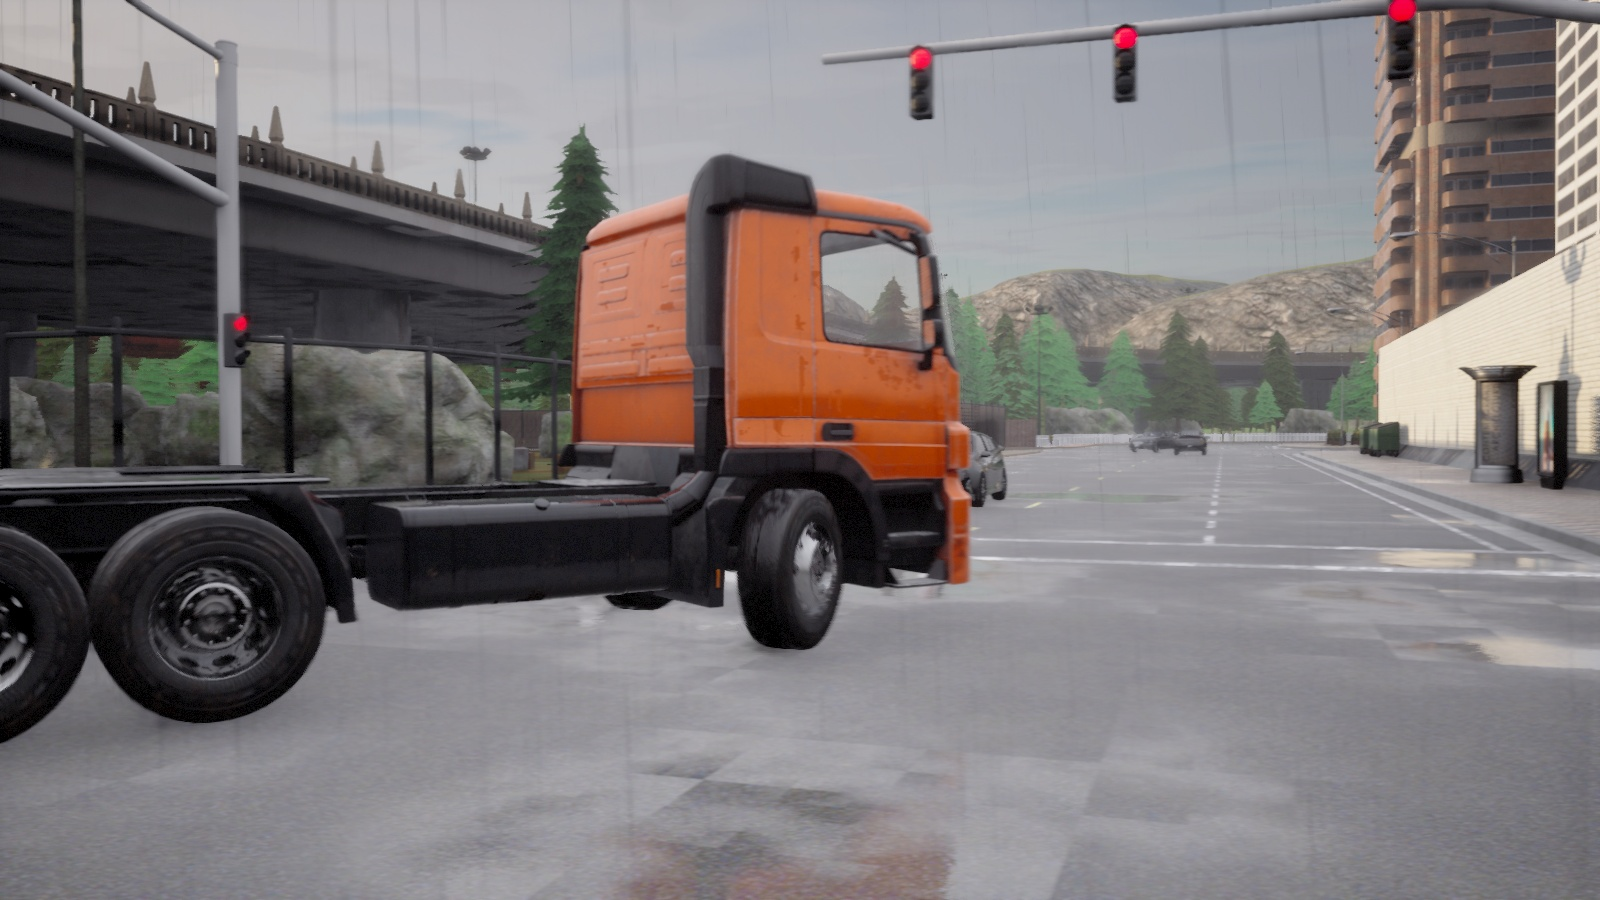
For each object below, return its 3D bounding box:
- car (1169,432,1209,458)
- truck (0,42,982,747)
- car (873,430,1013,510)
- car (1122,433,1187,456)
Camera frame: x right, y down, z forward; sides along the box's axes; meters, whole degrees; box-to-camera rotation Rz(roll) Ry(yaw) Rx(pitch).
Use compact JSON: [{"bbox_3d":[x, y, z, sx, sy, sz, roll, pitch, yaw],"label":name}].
[{"bbox_3d":[23.333,-0.316,75.179,2.128,1.511,4.902,0,1,19],"label":"car"},{"bbox_3d":[-2.669,-0.306,8.796,7.936,3.462,2.891,0,1,-35],"label":"truck"},{"bbox_3d":[3.114,0.349,26.447,2.007,1.525,4.514,0,1,19],"label":"car"},{"bbox_3d":[24.215,-0.425,85.769,4.902,1.511,2.128,-1,1,-45],"label":"car"}]
